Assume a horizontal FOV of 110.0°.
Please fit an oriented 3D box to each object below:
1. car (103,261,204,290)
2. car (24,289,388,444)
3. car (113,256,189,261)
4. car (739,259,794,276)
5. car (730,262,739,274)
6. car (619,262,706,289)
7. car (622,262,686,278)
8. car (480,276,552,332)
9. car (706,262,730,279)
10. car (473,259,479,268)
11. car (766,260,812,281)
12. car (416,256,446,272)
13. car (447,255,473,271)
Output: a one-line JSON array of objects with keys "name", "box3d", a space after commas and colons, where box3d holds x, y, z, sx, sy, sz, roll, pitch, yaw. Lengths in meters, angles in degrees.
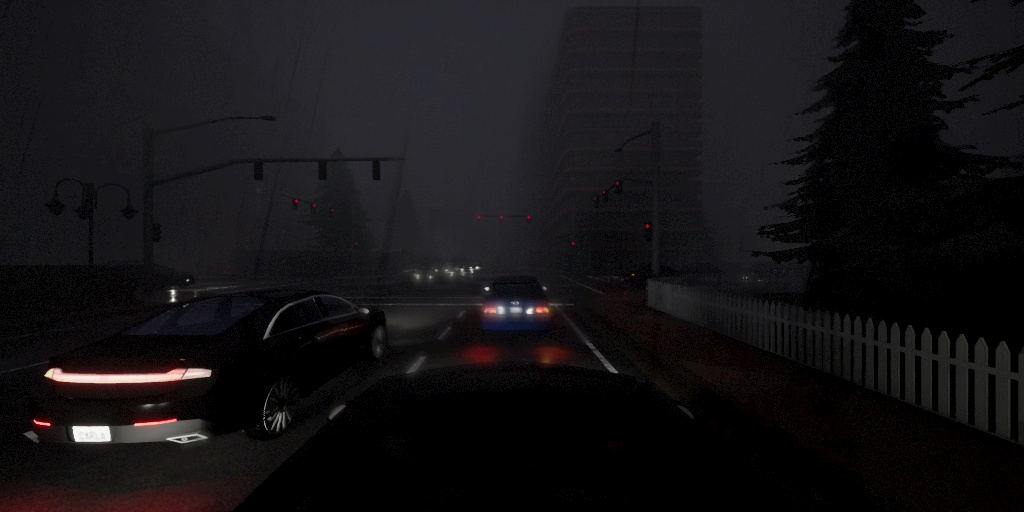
[{"name": "car", "box3d": [-21.715, 1.199, 21.297, 4.892, 1.490, 1.837, 0, 0, 0]}, {"name": "car", "box3d": [-3.427, 1.242, 5.359, 2.128, 1.511, 4.902, 0, 0, 0]}, {"name": "car", "box3d": [-25.722, 1.047, 24.773, 4.553, 1.767, 2.097, 0, 0, 0]}, {"name": "car", "box3d": [24.368, 1.242, 34.225, 5.357, 1.411, 2.033, 0, 0, -31]}, {"name": "car", "box3d": [22.055, 1.295, 36.938, 4.718, 1.301, 1.895, 0, 0, -30]}, {"name": "car", "box3d": [8.948, 1.218, 21.891, 4.674, 1.442, 1.812, 0, 0, -6]}, {"name": "car", "box3d": [13.154, 1.242, 33.374, 5.357, 1.411, 2.033, 0, 0, -13]}, {"name": "car", "box3d": [0.122, 1.297, 10.772, 2.033, 1.411, 5.357, 0, 0, 1]}, {"name": "car", "box3d": [15.888, 1.259, 30.549, 4.181, 1.385, 1.994, 0, 0, -20]}, {"name": "car", "box3d": [-7.026, 1.255, 58.914, 1.837, 1.490, 4.892, 0, 0, 0]}, {"name": "car", "box3d": [23.845, 1.242, 29.633, 5.357, 1.411, 2.033, 0, 0, -27]}, {"name": "car", "box3d": [-10.530, 0.971, 45.944, 2.150, 2.045, 5.566, 0, 0, 2]}, {"name": "car", "box3d": [-7.059, 0.971, 49.103, 2.150, 2.045, 5.566, 0, 0, 0]}]
